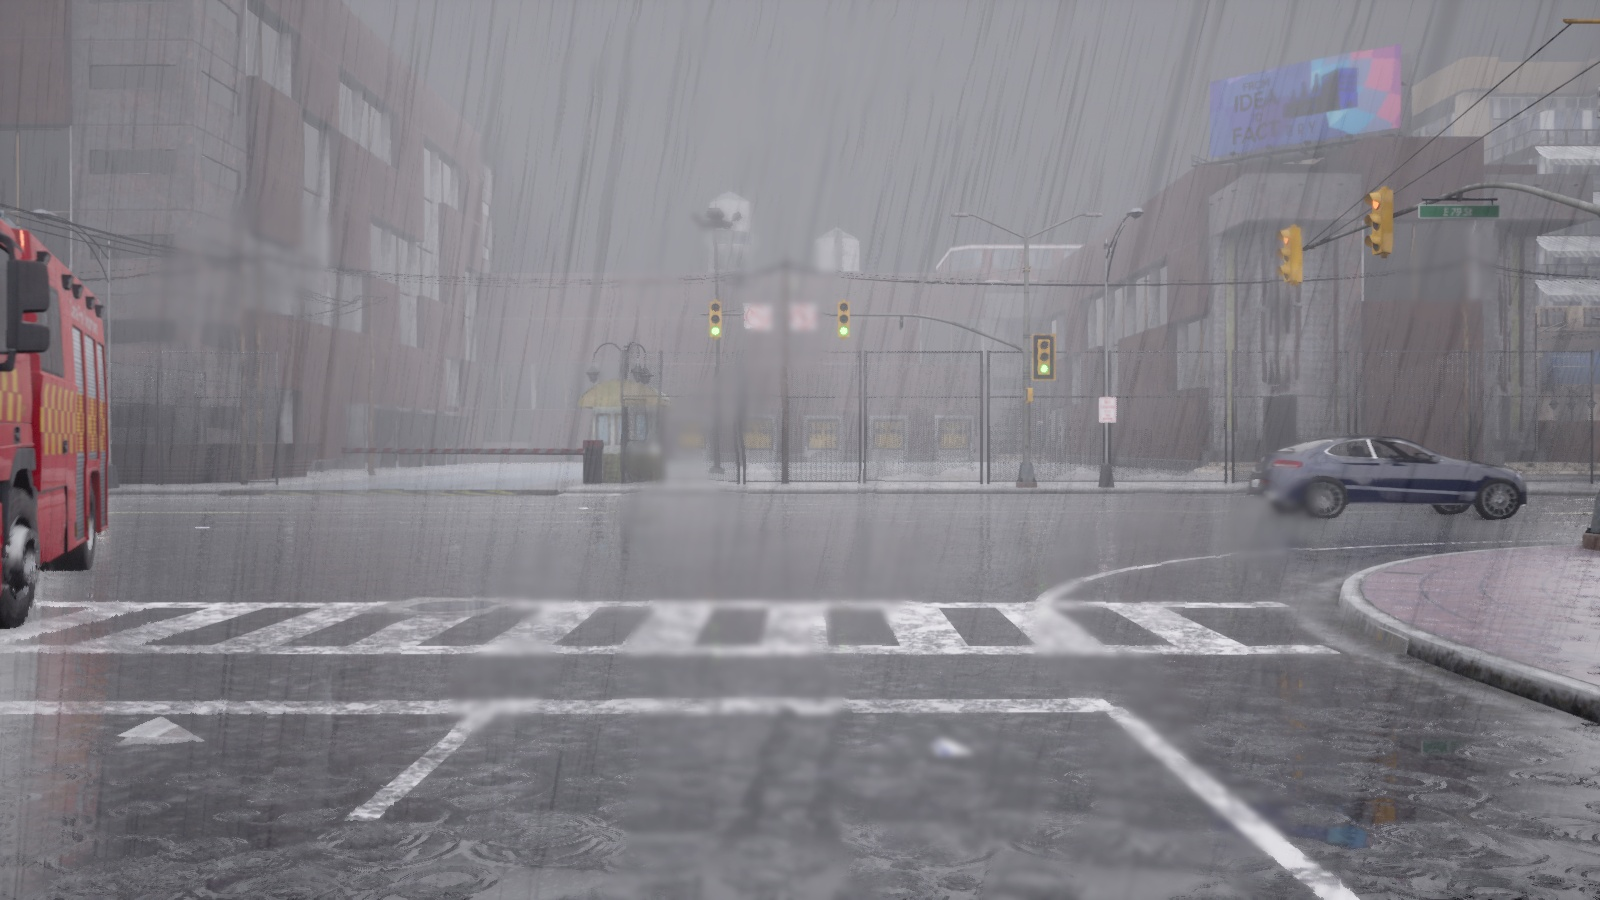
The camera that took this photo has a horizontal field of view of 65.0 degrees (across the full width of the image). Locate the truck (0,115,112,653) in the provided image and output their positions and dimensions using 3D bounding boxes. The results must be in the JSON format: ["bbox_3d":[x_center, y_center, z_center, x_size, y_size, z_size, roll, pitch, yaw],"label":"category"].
[{"bbox_3d":[-8.484,-0.491,11.698,2.891,3.827,8.468,0,0,-24],"label":"truck"}]

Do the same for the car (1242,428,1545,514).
[{"bbox_3d":[11.713,0.394,25.085,5.027,1.651,2.152,0,0,2],"label":"car"}]
